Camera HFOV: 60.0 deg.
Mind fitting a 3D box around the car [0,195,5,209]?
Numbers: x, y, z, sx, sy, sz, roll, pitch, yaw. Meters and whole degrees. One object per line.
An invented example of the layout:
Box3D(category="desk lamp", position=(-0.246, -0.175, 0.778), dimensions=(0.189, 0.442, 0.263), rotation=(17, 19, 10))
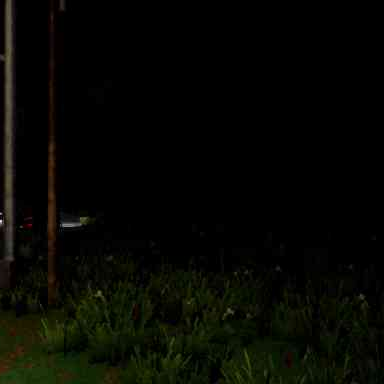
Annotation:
Box3D(category="car", position=(-27.204, 1.324, 44.554), dimensions=(4.553, 1.767, 2.097), rotation=(0, 0, 38))

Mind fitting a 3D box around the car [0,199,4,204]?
Box3D(category="car", position=(-16.128, 1.537, 28.015), dimensions=(1.994, 1.385, 4.181), rotation=(0, 0, -33))

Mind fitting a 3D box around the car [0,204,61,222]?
Box3D(category="car", position=(-8.854, 1.478, 18.998), dimensions=(1.837, 1.490, 4.892), rotation=(1, 0, -8))
